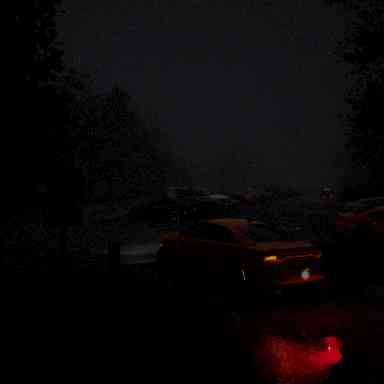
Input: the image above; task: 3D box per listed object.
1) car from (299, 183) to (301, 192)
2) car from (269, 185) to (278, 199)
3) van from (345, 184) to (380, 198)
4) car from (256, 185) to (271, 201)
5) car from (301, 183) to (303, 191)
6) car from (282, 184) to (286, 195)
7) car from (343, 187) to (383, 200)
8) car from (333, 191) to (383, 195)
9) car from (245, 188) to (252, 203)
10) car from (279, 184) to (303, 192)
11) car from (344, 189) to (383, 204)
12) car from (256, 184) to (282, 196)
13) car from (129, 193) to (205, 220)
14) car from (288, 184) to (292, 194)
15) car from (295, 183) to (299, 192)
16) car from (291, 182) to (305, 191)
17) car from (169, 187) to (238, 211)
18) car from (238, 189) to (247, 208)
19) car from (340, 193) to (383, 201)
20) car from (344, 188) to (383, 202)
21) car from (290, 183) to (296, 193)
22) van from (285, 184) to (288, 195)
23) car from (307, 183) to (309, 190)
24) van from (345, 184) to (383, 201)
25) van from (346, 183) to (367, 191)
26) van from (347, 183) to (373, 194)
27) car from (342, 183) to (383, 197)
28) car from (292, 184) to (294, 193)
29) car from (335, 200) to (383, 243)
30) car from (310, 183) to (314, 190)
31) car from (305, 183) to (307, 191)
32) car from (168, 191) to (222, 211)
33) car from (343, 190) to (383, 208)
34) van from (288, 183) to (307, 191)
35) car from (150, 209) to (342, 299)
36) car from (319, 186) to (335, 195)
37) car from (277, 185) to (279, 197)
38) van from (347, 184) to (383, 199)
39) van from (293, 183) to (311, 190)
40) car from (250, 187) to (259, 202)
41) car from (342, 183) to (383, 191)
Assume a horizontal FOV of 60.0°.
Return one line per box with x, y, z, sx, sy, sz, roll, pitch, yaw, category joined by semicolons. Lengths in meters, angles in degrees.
18.054;-0.519;64.760;4.892;1.521;2.231;1;2;25;car
7.662;0.234;42.059;5.366;1.575;1.946;1;2;25;car
25.072;-0.224;49.151;4.442;1.987;1.878;1;2;25;van
6.205;0.323;39.813;5.366;1.575;1.946;1;3;25;car
19.216;-0.601;67.281;4.892;1.521;2.231;1;2;25;car
11.036;-0.001;49.662;4.792;1.488;2.163;1;2;25;car
22.841;0.166;44.088;5.008;1.535;2.097;1;2;25;car
13.308;0.944;24.108;5.366;1.575;1.946;1;3;25;car
2.808;0.649;32.082;4.892;1.521;2.231;1;3;25;car
21.539;-0.891;72.317;4.553;1.767;2.185;1;2;25;car
19.407;0.456;36.673;4.792;1.488;2.163;1;2;25;car
9.866;-0.072;47.144;4.553;1.767;2.185;1;2;25;car
-1.917;1.100;22.042;4.792;1.488;2.163;1;3;25;car
13.329;-0.165;54.717;4.792;1.488;2.163;1;2;25;car
16.707;-0.445;62.327;5.366;1.575;1.946;1;2;25;car
20.226;-0.689;69.871;5.366;1.575;1.946;1;2;25;car
0.481;0.609;27.034;5.566;2.045;2.435;1;3;25;car
1.797;0.754;29.492;5.366;1.575;1.946;1;3;25;car
10.045;1.136;16.598;4.553;1.767;2.185;1;3;25;car
20.522;0.367;39.063;4.792;1.488;2.163;1;2;25;car
15.676;-0.328;59.747;4.792;1.488;2.163;1;2;25;car
12.289;-0.337;52.132;4.442;1.987;1.878;1;2;25;van
23.909;-0.928;77.340;5.008;1.535;2.097;1;2;25;car
21.561;0.023;41.605;4.442;1.987;1.878;1;2;25;van
39.175;-1.204;79.384;4.442;1.987;1.878;1;2;25;van
32.360;-0.712;64.222;4.442;1.987;1.878;1;2;25;van
26.322;-0.330;51.621;5.566;2.045;2.435;1;2;25;car
14.502;-0.247;57.232;4.792;1.488;2.163;1;2;25;car
8.841;1.366;14.109;5.008;1.535;2.097;1;3;25;car
27.459;-1.423;84.862;5.566;2.045;2.435;1;2;25;car
22.712;-0.972;74.831;4.553;1.767;2.185;1;2;25;car
-0.712;0.965;24.540;5.008;1.535;2.097;1;3;25;car
16.961;0.663;31.567;4.792;1.488;2.163;1;3;25;car
26.155;-1.318;82.409;4.442;1.987;1.878;1;2;25;van
0.885;1.407;8.415;1.882;1.535;5.008;2;-1;-31;car
23.716;-0.268;57.658;2.128;1.511;4.902;1;2;25;car
8.658;0.141;44.647;4.892;1.521;2.231;1;2;25;car
24.112;-0.139;46.543;4.442;1.987;1.878;1;2;25;van
29.667;-1.488;89.941;4.442;1.987;1.878;1;1;25;van
3.807;0.537;34.676;5.366;1.575;1.946;1;3;25;car
15.842;0.488;29.023;5.566;2.045;2.435;1;3;25;car
